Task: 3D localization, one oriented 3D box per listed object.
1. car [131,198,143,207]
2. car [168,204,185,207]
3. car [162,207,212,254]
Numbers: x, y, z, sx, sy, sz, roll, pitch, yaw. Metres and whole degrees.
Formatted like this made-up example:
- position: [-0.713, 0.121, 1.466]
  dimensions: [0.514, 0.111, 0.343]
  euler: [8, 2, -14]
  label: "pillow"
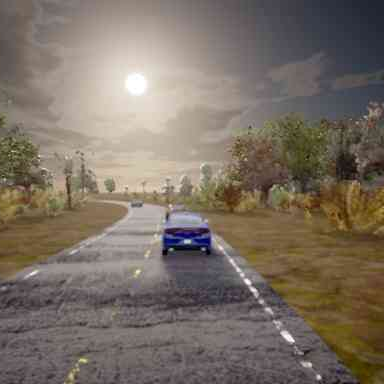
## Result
- position: [-10.572, 2.019, 64.079]
  dimensions: [2.097, 1.767, 4.553]
  euler: [0, -1, -13]
  label: "car"
- position: [-1.362, 1.796, 28.618]
  dimensions: [2.128, 1.511, 4.902]
  euler: [0, 0, -6]
  label: "car"
- position: [-0.275, 1.630, 14.307]
  dimensions: [1.882, 1.535, 5.008]
  euler: [0, 0, -3]
  label: "car"
